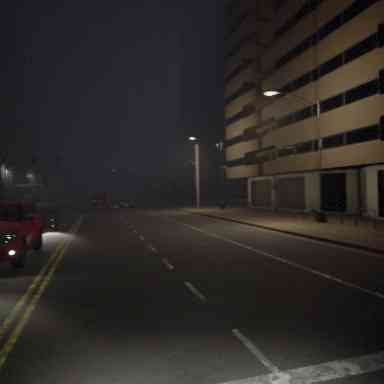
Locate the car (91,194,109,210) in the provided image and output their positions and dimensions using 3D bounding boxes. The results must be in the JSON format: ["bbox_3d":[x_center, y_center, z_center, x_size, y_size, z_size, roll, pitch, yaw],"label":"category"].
[{"bbox_3d":[-12.911,1.333,46.877,2.150,2.045,5.566,-1,0,-15],"label":"car"}]

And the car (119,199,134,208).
[{"bbox_3d":[-9.396,1.627,47.343,1.895,1.301,4.718,-1,0,-16],"label":"car"}]

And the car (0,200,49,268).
[{"bbox_3d":[-6.725,1.338,11.723,2.150,2.045,5.566,-1,0,-16],"label":"car"}]

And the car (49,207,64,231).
[{"bbox_3d":[-9.436,1.703,21.332,1.994,1.385,4.181,-1,0,-16],"label":"car"}]
